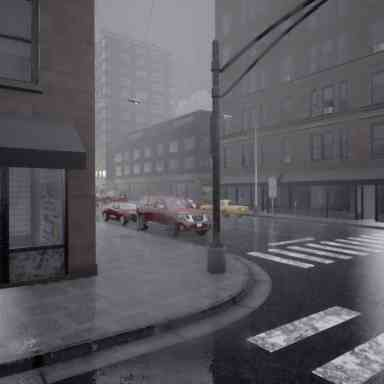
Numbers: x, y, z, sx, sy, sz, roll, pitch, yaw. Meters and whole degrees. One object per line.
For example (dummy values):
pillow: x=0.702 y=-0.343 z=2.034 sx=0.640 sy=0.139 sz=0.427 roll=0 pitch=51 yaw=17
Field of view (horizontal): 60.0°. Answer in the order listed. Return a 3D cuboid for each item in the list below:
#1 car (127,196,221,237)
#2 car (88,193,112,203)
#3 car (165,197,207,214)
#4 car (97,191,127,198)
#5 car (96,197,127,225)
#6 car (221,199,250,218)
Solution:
car: x=-1.132 y=1.138 z=17.106 sx=2.192 sy=1.841 sz=5.009 roll=1 pitch=0 yaw=-36
car: x=-13.495 y=0.883 z=48.748 sx=2.008 sy=1.369 sz=4.403 roll=1 pitch=0 yaw=-36
car: x=-0.647 y=1.204 z=30.978 sx=1.802 sy=1.307 sz=4.206 roll=1 pitch=0 yaw=-36
car: x=-10.280 y=0.717 z=44.304 sx=2.192 sy=1.841 sz=5.009 roll=1 pitch=0 yaw=-36
car: x=-4.348 y=1.288 z=21.548 sx=1.887 sy=1.381 sz=4.507 roll=1 pitch=0 yaw=-36
car: x=2.466 y=1.222 z=26.674 sx=1.752 sy=1.417 sz=4.829 roll=1 pitch=0 yaw=-36
